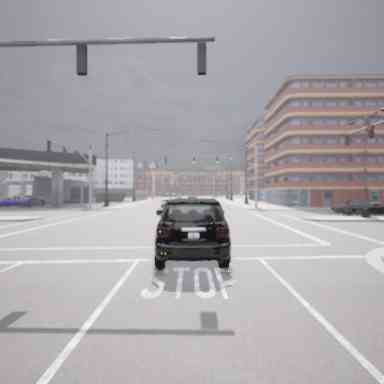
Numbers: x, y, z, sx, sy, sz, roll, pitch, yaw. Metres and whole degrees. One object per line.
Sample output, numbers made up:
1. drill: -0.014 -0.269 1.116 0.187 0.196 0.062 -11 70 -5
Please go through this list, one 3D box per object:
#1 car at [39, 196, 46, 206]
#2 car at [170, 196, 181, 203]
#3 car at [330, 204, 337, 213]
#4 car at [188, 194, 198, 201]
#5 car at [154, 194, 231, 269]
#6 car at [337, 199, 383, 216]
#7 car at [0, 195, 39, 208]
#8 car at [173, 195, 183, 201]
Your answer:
1. car: -24.041 1.386 49.645 3.806 1.475 1.970 0 0 1
2. car: -3.257 1.453 67.955 2.033 1.411 5.357 0 0 0
3. car: 16.675 1.459 33.976 4.892 1.490 1.837 0 0 0
4. car: 0.191 1.271 74.010 2.128 1.511 4.902 0 0 0
5. car: -0.054 1.205 11.200 2.150 2.045 5.566 0 0 -2
6. car: 16.294 1.560 30.501 4.718 1.301 1.895 0 0 -3
7. car: -23.323 1.233 43.894 4.611 1.667 2.242 0 0 1
8. car: -3.346 1.406 78.284 2.128 1.511 4.902 0 0 0
